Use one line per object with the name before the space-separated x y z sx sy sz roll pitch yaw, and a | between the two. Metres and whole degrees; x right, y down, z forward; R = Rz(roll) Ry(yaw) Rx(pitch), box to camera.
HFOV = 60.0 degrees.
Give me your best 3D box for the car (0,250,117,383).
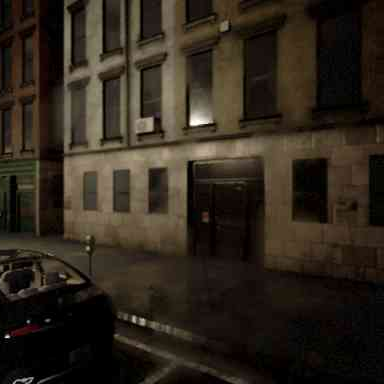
car | -3.023 1.556 4.967 4.403 1.369 2.008 0 0 36
